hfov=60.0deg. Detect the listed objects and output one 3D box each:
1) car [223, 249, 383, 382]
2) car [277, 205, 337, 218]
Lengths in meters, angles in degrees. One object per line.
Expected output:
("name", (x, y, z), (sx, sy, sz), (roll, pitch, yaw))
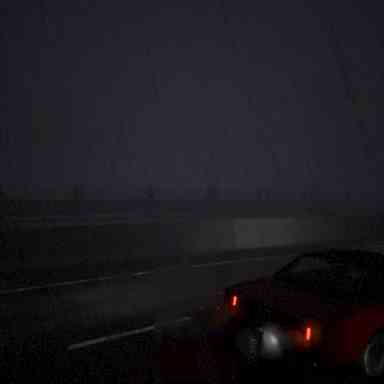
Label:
("car", (2.920, 1.640, 5.457), (4.718, 1.301, 1.895), (1, 0, -31))
("car", (8.385, 1.661, 24.180), (4.674, 1.442, 1.812), (1, 0, -23))
